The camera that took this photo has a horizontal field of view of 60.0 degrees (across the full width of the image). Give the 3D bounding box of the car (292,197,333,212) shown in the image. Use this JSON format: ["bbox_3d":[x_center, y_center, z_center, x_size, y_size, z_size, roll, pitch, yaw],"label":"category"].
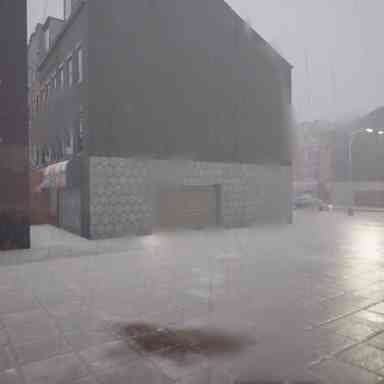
[{"bbox_3d":[12.366,1.291,35.062,2.128,1.511,4.902,-1,1,-35],"label":"car"}]
